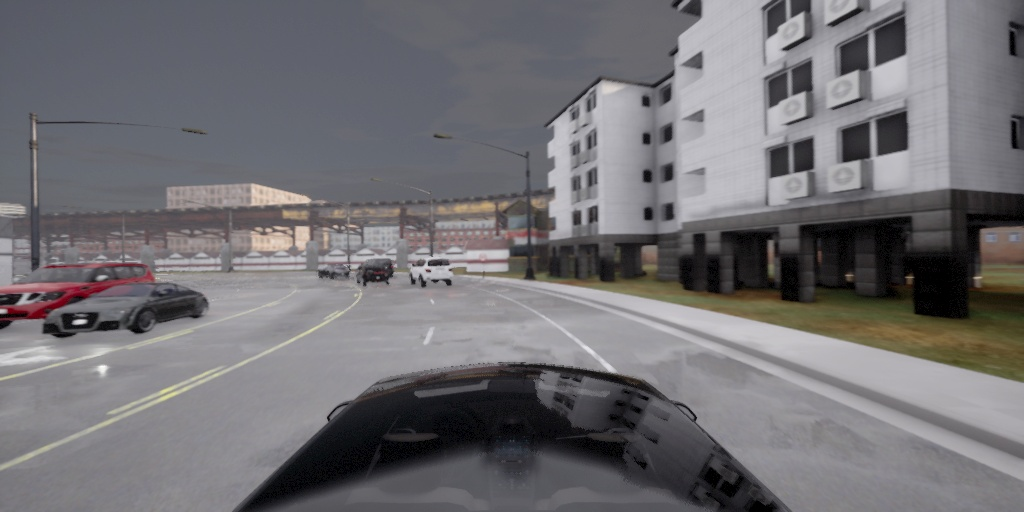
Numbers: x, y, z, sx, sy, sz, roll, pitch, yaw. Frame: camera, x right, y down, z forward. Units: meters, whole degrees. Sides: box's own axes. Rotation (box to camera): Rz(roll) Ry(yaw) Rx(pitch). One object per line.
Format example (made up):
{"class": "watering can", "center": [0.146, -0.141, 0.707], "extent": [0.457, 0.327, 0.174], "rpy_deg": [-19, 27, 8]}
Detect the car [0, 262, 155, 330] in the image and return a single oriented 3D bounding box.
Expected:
{"class": "car", "center": [-15.658, 1.276, 13.040], "extent": [2.150, 2.045, 5.566], "rpy_deg": [-1, 0, -17]}

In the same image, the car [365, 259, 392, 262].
{"class": "car", "center": [-14.821, 1.320, 38.860], "extent": [2.150, 2.045, 5.566], "rpy_deg": [-1, 0, -44]}

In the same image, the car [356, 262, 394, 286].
{"class": "car", "center": [-11.190, 1.487, 28.680], "extent": [1.882, 1.535, 5.008], "rpy_deg": [-1, 0, -31]}

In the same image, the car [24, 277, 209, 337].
{"class": "car", "center": [-11.704, 1.544, 11.287], "extent": [1.994, 1.385, 4.181], "rpy_deg": [-1, 0, -13]}

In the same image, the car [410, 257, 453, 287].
{"class": "car", "center": [-6.123, 1.138, 26.916], "extent": [2.150, 2.045, 5.566], "rpy_deg": [-1, 0, -27]}

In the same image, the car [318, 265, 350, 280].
{"class": "car", "center": [-18.762, 1.656, 37.677], "extent": [4.902, 1.511, 2.128], "rpy_deg": [-1, 0, 43]}
